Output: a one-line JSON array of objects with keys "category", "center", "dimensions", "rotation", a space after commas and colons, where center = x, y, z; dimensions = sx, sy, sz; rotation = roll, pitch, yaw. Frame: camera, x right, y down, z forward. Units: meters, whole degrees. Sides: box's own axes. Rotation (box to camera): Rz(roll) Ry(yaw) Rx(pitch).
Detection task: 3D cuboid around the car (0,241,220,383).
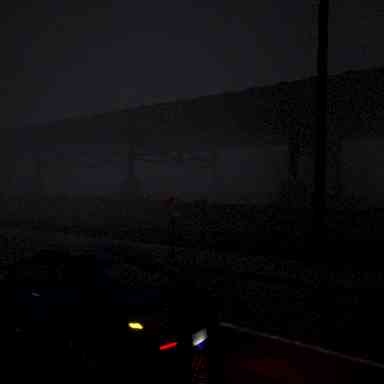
[{"category": "car", "center": [-1.778, 1.531, 5.256], "dimensions": [4.674, 1.442, 1.812], "rotation": [0, 0, 36]}]
